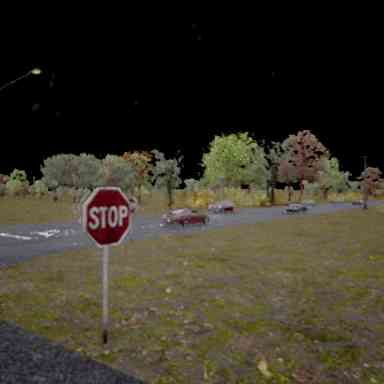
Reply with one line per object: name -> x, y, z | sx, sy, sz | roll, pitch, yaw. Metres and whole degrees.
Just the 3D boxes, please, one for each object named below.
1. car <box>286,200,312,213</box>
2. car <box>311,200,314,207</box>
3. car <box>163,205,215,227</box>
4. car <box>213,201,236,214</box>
car -> 15.403, 2.325, 48.691 | 2.033, 1.411, 5.357 | 0, -1, 36
car -> 26.265, 2.583, 75.646 | 1.837, 1.490, 4.892 | 0, -1, 36
car -> -0.414, 1.987, 26.815 | 1.812, 1.442, 4.674 | 0, -1, 36
car -> 4.064, 1.945, 44.952 | 2.097, 1.767, 4.553 | 0, -1, 36
